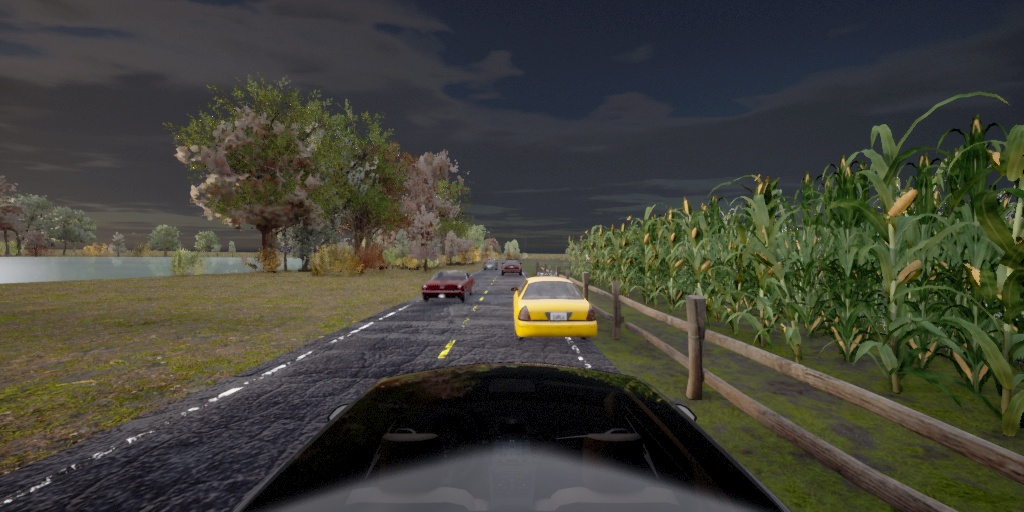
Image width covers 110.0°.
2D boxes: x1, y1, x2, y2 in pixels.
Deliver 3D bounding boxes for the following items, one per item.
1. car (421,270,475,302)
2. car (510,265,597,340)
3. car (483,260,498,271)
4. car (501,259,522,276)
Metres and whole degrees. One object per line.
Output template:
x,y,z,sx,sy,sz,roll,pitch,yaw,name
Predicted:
-2.895,1.347,16.997,1.895,1.301,4.718,0,0,0,car
0.938,1.204,9.861,1.801,1.575,5.366,0,0,0,car
-2.890,1.235,48.607,2.128,1.511,4.902,0,0,0,car
-0.031,1.097,37.931,2.097,1.767,4.553,0,0,0,car
